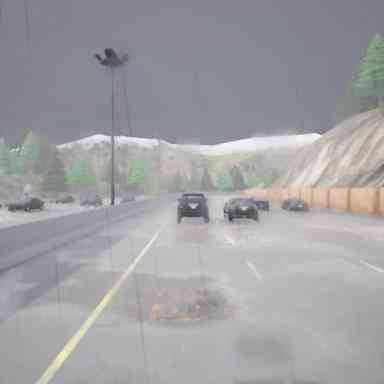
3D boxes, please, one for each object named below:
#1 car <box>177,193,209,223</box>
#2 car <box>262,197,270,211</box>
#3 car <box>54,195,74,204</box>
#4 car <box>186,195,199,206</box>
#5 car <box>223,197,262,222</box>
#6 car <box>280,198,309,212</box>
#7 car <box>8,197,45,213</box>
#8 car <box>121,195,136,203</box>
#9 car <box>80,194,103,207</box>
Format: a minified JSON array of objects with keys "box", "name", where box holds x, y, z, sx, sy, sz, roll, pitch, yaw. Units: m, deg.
[{"box":[0.072,1.080,24.593,2.150,2.045,5.566,0,0,0],"name":"car"},{"box":[7.041,1.250,36.122,1.882,1.535,5.008,0,0,0],"name":"car"},{"box":[-21.104,1.244,55.099,1.837,1.490,4.892,0,1,0],"name":"car"},{"box":[0.028,1.246,48.738,1.812,1.442,4.674,0,0,0],"name":"car"},{"box":[3.566,1.198,24.895,2.097,1.767,4.553,0,0,0],"name":"car"},{"box":[10.545,1.337,34.366,1.994,1.385,4.181,0,0,0],"name":"car"},{"box":[-17.615,1.323,35.602,1.882,1.535,5.008,0,0,0],"name":"car"},{"box":[-10.613,1.238,56.095,1.837,1.490,4.892,0,0,0],"name":"car"},{"box":[-14.125,1.123,46.836,2.097,1.767,4.553,0,0,0],"name":"car"}]
